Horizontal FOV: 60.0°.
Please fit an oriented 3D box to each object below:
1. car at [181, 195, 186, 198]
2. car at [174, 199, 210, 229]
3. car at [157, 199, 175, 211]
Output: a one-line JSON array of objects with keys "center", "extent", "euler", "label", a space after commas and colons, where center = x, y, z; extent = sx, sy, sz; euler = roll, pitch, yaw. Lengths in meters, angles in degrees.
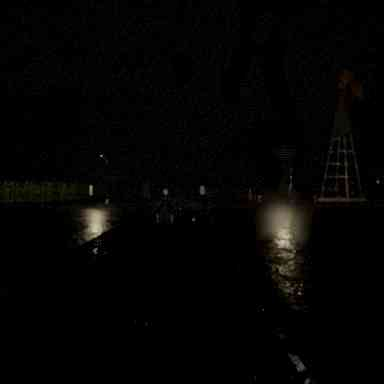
[{"center": [0.106, 1.360, 33.598], "extent": [2.033, 1.411, 5.357], "euler": [0, 0, 0], "label": "car"}, {"center": [0.102, 1.363, 20.889], "extent": [1.882, 1.535, 5.008], "euler": [0, 0, 0], "label": "car"}, {"center": [-2.751, 1.395, 36.644], "extent": [1.895, 1.301, 4.718], "euler": [0, 0, 0], "label": "car"}]
